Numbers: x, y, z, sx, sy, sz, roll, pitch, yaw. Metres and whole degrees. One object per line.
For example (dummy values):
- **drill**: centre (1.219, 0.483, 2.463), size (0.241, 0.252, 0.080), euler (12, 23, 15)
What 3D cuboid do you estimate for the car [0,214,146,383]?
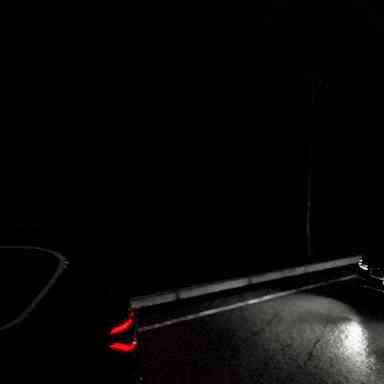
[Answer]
- **car**: centre (-2.967, 1.207, 1.760), size (5.566, 2.045, 2.150), euler (0, 0, -35)

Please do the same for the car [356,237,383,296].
- **car**: centre (5.715, 1.419, 7.410), size (4.892, 1.490, 1.837), euler (-1, 0, -31)
